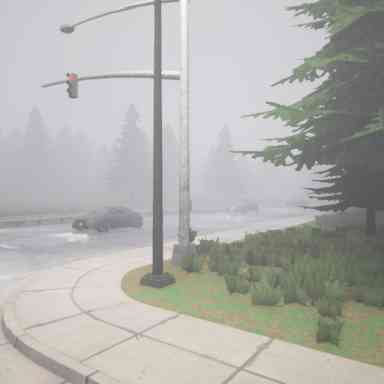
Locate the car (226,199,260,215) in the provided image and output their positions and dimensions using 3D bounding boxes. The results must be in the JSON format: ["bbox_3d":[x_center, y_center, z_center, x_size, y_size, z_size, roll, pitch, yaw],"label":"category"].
[{"bbox_3d":[5.245,1.463,33.771,2.128,1.511,4.902,0,0,35],"label":"car"}]

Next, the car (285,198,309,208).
[{"bbox_3d":[14.819,1.571,46.897,1.895,1.301,4.718,0,0,37],"label":"car"}]

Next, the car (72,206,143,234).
[{"bbox_3d":[-4.785,1.535,19.297,1.994,1.385,4.181,0,0,35],"label":"car"}]
